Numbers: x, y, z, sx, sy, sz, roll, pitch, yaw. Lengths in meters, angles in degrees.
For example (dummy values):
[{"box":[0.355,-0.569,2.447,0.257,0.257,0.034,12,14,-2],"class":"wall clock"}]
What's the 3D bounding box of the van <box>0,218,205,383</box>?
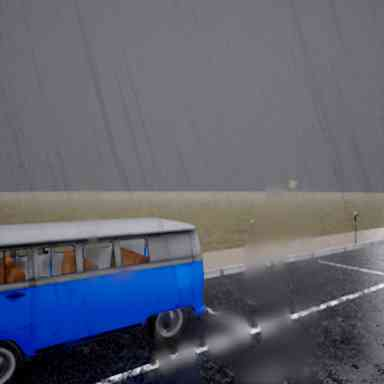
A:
[{"box":[-1.698,1.335,4.874,3.998,1.788,1.690,0,1,-36],"class":"van"}]
